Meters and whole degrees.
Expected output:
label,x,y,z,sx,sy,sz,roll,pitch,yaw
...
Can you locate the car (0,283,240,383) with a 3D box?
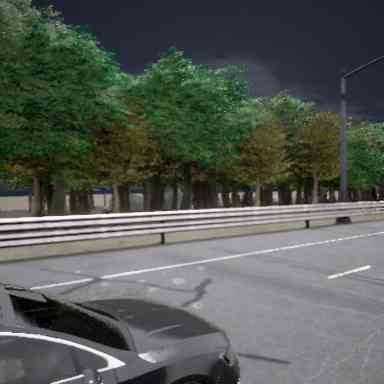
label,x,y,z,sx,sy,sz,roll,pitch,yaw
car,-1.788,1.506,2.471,4.892,1.490,1.837,0,0,-36
